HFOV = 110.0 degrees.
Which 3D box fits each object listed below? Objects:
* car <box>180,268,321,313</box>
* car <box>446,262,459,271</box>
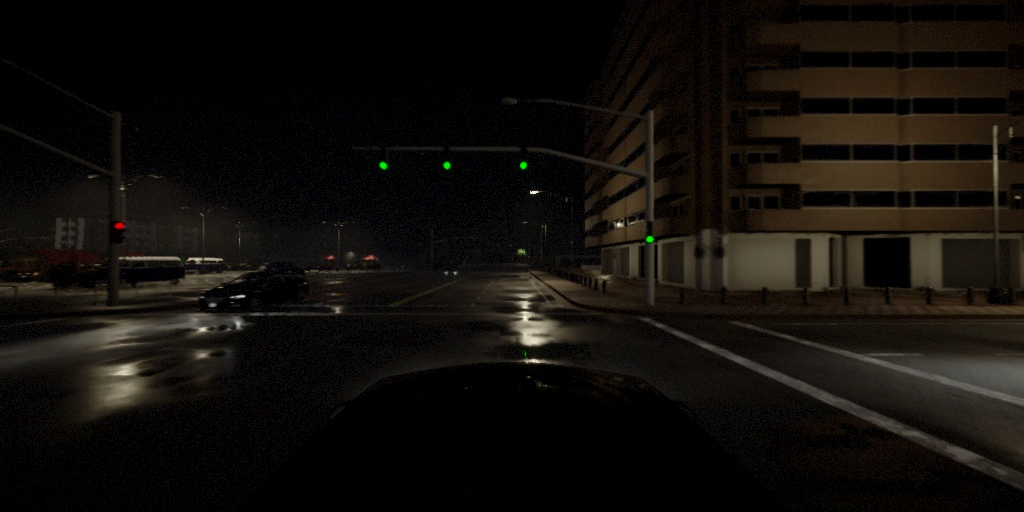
[{"bbox_3d":[-10.509,1.456,15.042,2.128,1.511,4.902,0,0,0],"label":"car"},{"bbox_3d":[-10.510,1.759,63.611,1.837,1.490,4.892,0,-1,0],"label":"car"}]
